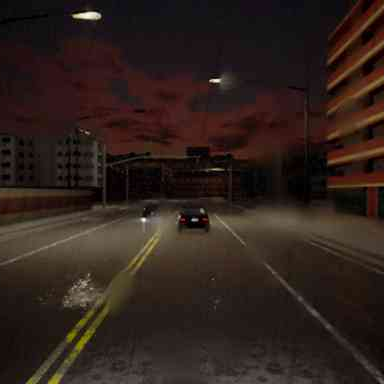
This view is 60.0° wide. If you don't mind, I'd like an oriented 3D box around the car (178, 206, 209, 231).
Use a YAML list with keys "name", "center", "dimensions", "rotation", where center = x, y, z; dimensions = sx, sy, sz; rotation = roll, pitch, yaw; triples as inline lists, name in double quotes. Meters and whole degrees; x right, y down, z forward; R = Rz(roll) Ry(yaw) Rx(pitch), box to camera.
- name: "car"
  center: [0.089, 1.549, 20.332]
  dimensions: [2.033, 1.411, 5.357]
  rotation: [0, 0, 0]

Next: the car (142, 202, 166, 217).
- name: "car"
  center: [-3.528, 1.603, 31.668]
  dimensions: [1.895, 1.301, 4.718]
  rotation: [0, 0, 0]
